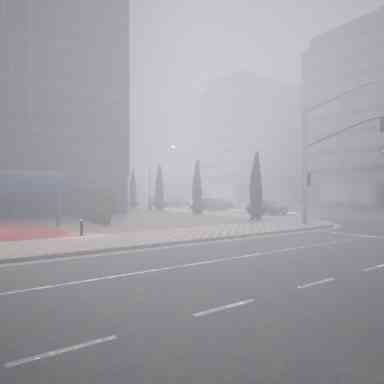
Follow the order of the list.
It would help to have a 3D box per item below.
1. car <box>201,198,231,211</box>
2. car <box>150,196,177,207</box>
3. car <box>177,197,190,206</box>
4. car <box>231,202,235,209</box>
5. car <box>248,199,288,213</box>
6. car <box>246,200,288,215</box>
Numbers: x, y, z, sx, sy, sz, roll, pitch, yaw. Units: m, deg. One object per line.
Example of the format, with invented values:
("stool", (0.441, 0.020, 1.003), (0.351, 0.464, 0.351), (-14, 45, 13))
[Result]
("car", (2.219, 1.505, 41.045), (1.837, 1.490, 4.892), (0, 0, -35))
("car", (-4.837, 1.352, 51.174), (2.097, 1.767, 4.553), (0, 0, -35))
("car", (-2.098, 1.564, 53.363), (1.994, 1.385, 4.181), (0, 0, -35))
("car", (3.805, 1.564, 44.890), (1.994, 1.385, 4.181), (0, 0, -35))
("car", (8.614, 1.564, 37.999), (1.994, 1.385, 4.181), (0, 0, -35))
("car", (7.469, 1.526, 33.525), (1.812, 1.442, 4.674), (0, 0, -38))
